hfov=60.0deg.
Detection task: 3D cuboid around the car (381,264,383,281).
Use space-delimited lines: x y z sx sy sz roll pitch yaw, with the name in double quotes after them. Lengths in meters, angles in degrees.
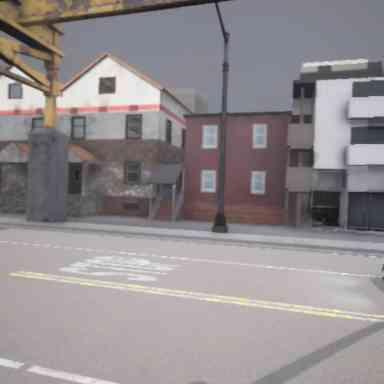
6.740 1.733 7.117 4.674 1.442 1.812 2 0 16 "car"
